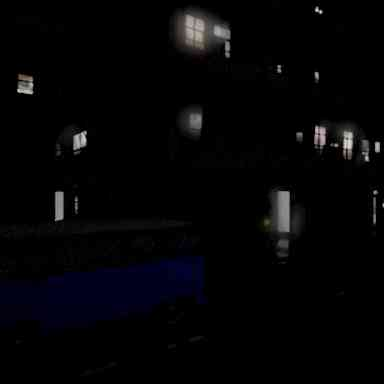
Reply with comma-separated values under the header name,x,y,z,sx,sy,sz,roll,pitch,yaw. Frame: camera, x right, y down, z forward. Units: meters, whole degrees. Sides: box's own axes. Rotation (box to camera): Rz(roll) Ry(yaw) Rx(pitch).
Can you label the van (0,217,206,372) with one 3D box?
name,x,y,z,sx,sy,sz,roll,pitch,yaw
van,-1.663,1.350,5.382,3.998,1.788,1.690,0,-1,-35
